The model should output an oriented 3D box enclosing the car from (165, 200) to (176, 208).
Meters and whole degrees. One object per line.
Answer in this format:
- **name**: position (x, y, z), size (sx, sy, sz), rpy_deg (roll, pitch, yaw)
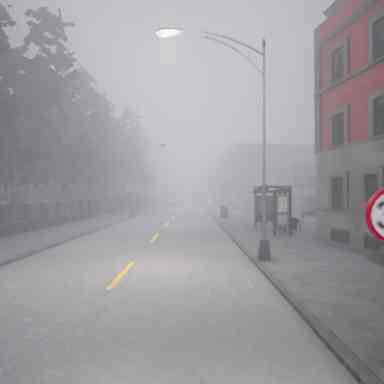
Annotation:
- **car**: position (-4.024, 2.230, 64.546), size (1.812, 1.442, 4.674), rpy_deg (0, -1, 1)
